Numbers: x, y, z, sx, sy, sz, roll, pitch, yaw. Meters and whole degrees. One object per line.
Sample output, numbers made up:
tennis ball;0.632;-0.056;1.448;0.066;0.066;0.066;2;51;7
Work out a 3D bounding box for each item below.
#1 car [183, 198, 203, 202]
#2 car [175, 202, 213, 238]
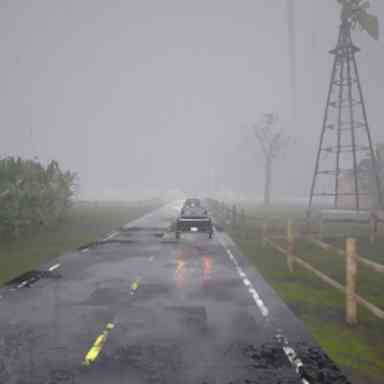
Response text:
car;0.097;1.383;35.584;2.097;1.767;4.553;0;0;0
car;0.100;1.503;17.763;2.128;1.511;4.902;0;0;0
